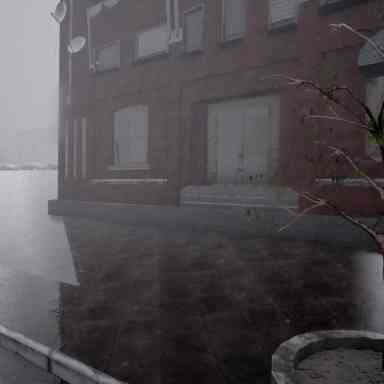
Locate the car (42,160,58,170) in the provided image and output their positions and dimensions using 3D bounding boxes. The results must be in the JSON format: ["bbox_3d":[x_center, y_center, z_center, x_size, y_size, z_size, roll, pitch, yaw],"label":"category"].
[{"bbox_3d":[-16.708,-3.372,43.419,4.553,1.767,2.185,1,1,26],"label":"car"}]

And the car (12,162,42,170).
[{"bbox_3d":[-21.789,-3.369,45.860,4.892,1.521,2.231,1,1,27],"label":"car"}]

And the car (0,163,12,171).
[{"bbox_3d":[-26.622,-3.431,48.317,4.674,1.452,2.002,1,1,28],"label":"car"}]
